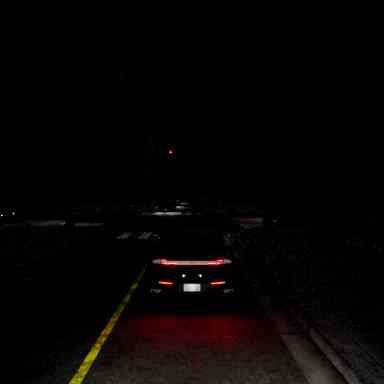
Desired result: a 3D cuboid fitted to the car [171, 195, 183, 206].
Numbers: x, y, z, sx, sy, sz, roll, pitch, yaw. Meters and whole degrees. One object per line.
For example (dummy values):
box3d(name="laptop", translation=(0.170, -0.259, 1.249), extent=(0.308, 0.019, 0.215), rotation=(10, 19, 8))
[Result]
box3d(name="car", translation=(-2.835, 1.313, 51.212), extent=(2.097, 1.767, 4.553), rotation=(0, 0, 0))

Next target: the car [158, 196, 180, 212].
box3d(name="car", translation=(-2.824, 1.527, 38.012), extent=(2.033, 1.411, 5.357), rotation=(0, 0, 0))

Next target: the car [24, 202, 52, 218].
box3d(name="car", translation=(-14.759, 1.580, 29.540), extent=(4.313, 1.339, 1.947), rotation=(0, 0, 0))

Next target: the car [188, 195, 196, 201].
box3d(name="car", translation=(0.014, 1.451, 81.385), extent=(1.812, 1.442, 4.674), rotation=(0, 0, 0))

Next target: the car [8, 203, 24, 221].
box3d(name="car", translation=(-15.680, 1.209, 24.055), extent=(5.566, 2.045, 2.150), rotation=(0, 0, 0))

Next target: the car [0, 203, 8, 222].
box3d(name="car", translation=(-14.766, 1.540, 21.513), extent=(4.313, 1.339, 1.947), rotation=(0, 0, 0))

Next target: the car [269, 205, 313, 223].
box3d(name="car", translation=(7.899, 1.588, 24.419), extent=(4.718, 1.301, 1.895), rotation=(0, 0, 6))

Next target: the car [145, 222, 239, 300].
box3d(name="car", translation=(0.002, 1.492, 8.362), extent=(2.128, 1.511, 4.902), rotation=(0, 0, 0))
